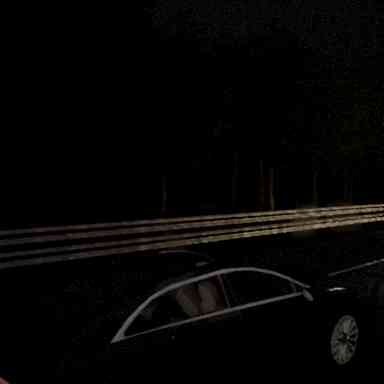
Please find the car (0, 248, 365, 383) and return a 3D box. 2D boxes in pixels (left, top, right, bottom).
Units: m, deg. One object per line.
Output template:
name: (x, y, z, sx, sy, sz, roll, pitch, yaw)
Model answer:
car: (0.170, 1.453, 3.990, 4.902, 1.511, 2.128, -1, 1, -36)
